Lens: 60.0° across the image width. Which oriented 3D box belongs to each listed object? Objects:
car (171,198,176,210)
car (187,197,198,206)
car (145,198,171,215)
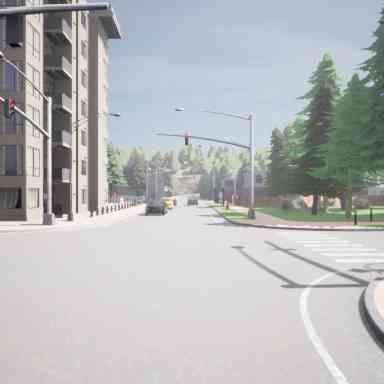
[{"bbox_3d":[-3.483,1.478,43.441,1.882,1.535,5.008,0,0,0],"label":"car"},{"bbox_3d":[0.140,1.547,55.665,2.033,1.411,5.357,0,0,0],"label":"car"},{"bbox_3d":[-3.517,1.478,33.480,1.882,1.535,5.008,0,0,0],"label":"car"}]
